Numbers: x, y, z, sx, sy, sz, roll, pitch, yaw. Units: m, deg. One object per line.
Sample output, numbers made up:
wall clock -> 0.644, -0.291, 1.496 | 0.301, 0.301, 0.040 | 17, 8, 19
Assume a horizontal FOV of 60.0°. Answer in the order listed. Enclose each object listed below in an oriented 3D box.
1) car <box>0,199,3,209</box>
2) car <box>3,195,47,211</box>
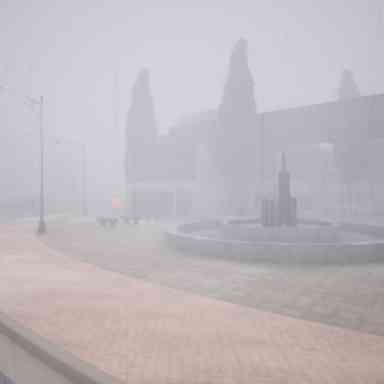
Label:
car -> -25.629, 1.536, 47.675 | 2.150, 2.045, 5.566 | -1, 0, 18
car -> -22.542, 1.514, 45.849 | 2.150, 2.045, 5.566 | 0, 0, 17
